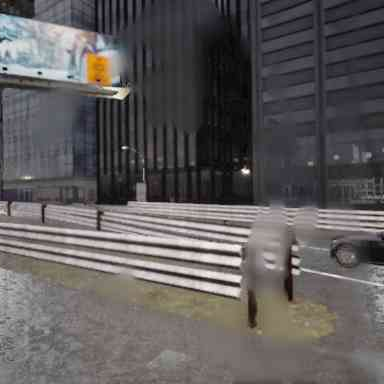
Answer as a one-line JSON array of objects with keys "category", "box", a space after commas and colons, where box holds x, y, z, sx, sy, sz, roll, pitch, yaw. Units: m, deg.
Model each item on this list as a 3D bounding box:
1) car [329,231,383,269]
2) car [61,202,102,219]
[{"category": "car", "box": [6.094, 1.470, 8.882, 1.812, 1.442, 4.674, 0, 0, -39]}, {"category": "car", "box": [-9.419, 1.579, 28.263, 2.033, 1.411, 5.357, 0, 0, -41]}]
